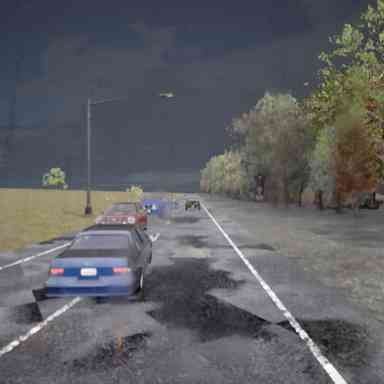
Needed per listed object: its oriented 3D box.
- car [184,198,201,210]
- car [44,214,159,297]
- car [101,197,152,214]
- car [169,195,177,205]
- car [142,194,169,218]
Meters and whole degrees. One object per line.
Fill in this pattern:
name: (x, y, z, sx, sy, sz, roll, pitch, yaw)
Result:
car: (0.101, 1.501, 42.611, 1.837, 1.490, 4.892, 0, 0, 0)
car: (-2.088, 1.548, 8.767, 2.033, 1.411, 5.357, 0, 0, -3)
car: (-3.673, 1.353, 17.855, 2.097, 1.767, 4.553, 0, 0, 1)
car: (-3.584, 1.341, 56.305, 2.097, 1.767, 4.553, 0, 0, 0)
car: (-3.603, 1.223, 29.949, 2.150, 2.045, 5.566, 0, 0, 0)
